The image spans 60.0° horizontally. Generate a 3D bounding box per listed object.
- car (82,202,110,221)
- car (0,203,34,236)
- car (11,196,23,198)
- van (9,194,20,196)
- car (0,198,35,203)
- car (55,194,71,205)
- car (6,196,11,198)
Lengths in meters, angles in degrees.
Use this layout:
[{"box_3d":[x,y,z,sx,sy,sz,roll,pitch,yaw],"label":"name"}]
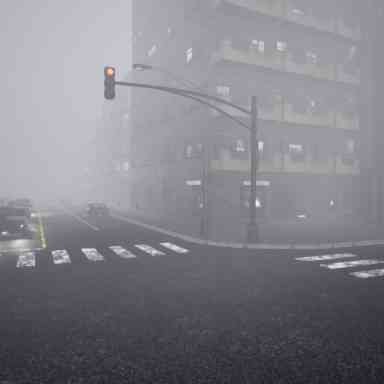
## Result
[{"box_3d":[-7.911,1.535,27.397,2.008,1.369,4.403,-1,0,-25],"label":"car"},{"box_3d":[-9.905,1.537,18.072,2.033,1.411,5.357,0,0,-25],"label":"car"},{"box_3d":[-18.388,1.485,36.347,1.837,1.490,4.892,0,0,-25],"label":"car"},{"box_3d":[-32.330,1.311,59.657,1.690,1.788,3.998,-1,0,-25],"label":"van"},{"box_3d":[-14.118,1.476,27.087,2.128,1.511,4.902,0,0,-25],"label":"car"},{"box_3d":[-22.339,1.410,58.104,1.967,1.590,4.097,-1,0,-25],"label":"car"},{"box_3d":[-22.709,1.524,39.186,1.887,1.381,4.507,-1,0,-25],"label":"car"}]
